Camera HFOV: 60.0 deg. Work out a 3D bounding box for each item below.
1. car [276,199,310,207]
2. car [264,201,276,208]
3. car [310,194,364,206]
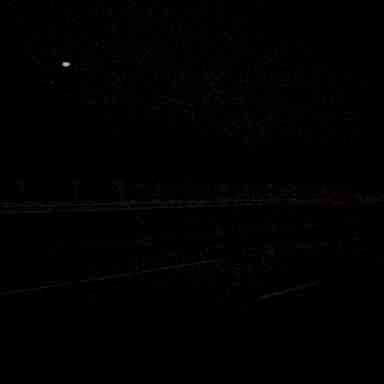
[{"bbox_3d":[11.067,1.459,33.368,5.008,1.535,1.882,0,0,-35],"label":"car"},{"bbox_3d":[9.896,1.544,36.829,4.181,1.385,1.994,0,0,-35],"label":"car"},{"bbox_3d":[13.914,1.205,31.101,5.566,2.045,2.150,0,0,-35],"label":"car"}]
